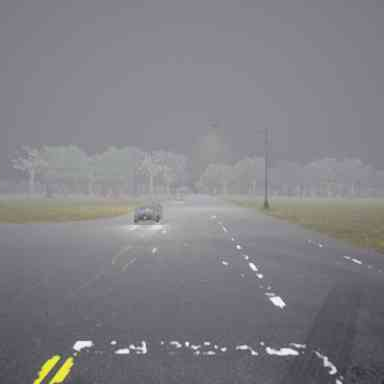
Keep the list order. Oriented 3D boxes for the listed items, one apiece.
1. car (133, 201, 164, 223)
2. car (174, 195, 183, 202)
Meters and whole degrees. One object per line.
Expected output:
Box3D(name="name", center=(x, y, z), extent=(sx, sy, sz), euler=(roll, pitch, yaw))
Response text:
Box3D(name="car", center=(-3.230, 1.499, 25.398), extent=(1.837, 1.490, 4.892), euler=(0, 0, 1))
Box3D(name="car", center=(-2.914, 1.319, 71.036), extent=(2.128, 1.511, 4.902), euler=(0, 0, 0))
